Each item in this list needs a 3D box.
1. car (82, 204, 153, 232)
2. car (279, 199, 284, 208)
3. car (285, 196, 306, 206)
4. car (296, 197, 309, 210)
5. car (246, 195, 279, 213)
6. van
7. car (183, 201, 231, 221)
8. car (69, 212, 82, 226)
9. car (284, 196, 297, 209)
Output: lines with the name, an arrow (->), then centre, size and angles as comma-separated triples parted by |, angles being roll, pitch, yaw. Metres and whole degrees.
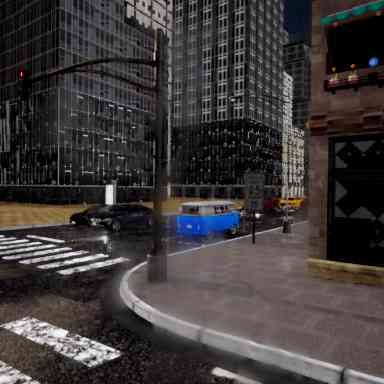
car -> -3.937, 1.468, 20.083 | 1.812, 1.442, 4.674 | 1, 1, 37
car -> 10.207, 1.295, 44.340 | 1.967, 1.590, 4.097 | 1, 1, 36
car -> 16.540, 1.365, 53.207 | 1.752, 1.417, 4.829 | 1, 1, 36
car -> 14.905, 1.419, 40.956 | 1.882, 1.535, 5.008 | 1, 1, 36
car -> 7.170, 1.259, 35.615 | 2.097, 1.767, 4.553 | 1, 1, 36
van -> 0.948, 1.369, 16.959 | 1.690, 1.788, 3.998 | 1, 1, 36
car -> 1.338, 1.488, 27.482 | 1.994, 1.385, 4.181 | 1, 1, 35
car -> -5.873, 1.468, 21.833 | 1.947, 1.339, 4.313 | 1, 1, 36
car -> 13.035, 1.370, 43.760 | 1.882, 1.535, 5.008 | 1, 1, 36
